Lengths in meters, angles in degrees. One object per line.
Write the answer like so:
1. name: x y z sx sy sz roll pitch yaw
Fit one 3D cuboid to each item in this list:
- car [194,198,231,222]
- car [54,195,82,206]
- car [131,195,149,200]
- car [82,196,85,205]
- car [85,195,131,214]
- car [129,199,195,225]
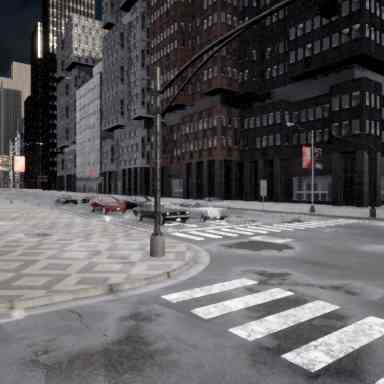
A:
1. car: 0.485 1.350 24.113 1.895 1.301 4.718 0 1 -36
2. car: -15.400 1.028 40.664 1.895 1.301 4.718 0 1 -36
3. car: -4.996 1.094 31.741 1.882 1.535 5.008 0 1 -36
4. car: -12.778 1.023 42.584 1.895 1.301 4.718 0 1 -36
5. car: -7.592 1.100 29.781 1.882 1.535 5.008 0 1 -36
6. car: -2.113 1.355 22.158 1.895 1.301 4.718 0 1 -36
